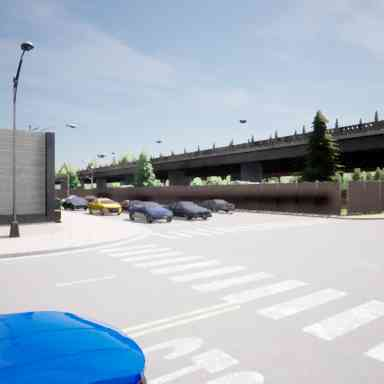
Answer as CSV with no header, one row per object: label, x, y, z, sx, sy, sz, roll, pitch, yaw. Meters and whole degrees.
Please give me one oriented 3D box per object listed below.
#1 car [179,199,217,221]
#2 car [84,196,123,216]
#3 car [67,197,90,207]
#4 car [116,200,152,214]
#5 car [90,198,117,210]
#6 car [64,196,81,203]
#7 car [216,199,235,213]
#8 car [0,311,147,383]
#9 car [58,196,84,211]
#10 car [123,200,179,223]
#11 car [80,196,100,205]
car,-0.607,1.492,27.380,2.033,1.411,5.357,0,0,-36
car,-8.575,1.422,32.515,1.882,1.535,5.008,0,0,-36
car,-17.461,1.492,51.001,2.033,1.411,5.357,0,0,-35
car,-6.176,1.545,35.183,1.895,1.301,4.718,0,0,-35
car,-11.430,1.470,42.557,1.812,1.442,4.674,0,0,-36
car,-23.745,1.469,65.948,1.812,1.442,4.674,0,0,-36
car,2.296,1.492,35.700,2.033,1.411,5.357,0,0,-36
car,-2.633,1.478,1.896,5.008,1.535,1.882,0,0,-36
car,-14.270,1.492,40.495,2.033,1.411,5.357,0,0,-35
car,-3.209,1.470,25.009,1.812,1.442,4.674,0,0,-36
car,-17.819,1.422,57.828,1.882,1.535,5.008,0,0,-36
